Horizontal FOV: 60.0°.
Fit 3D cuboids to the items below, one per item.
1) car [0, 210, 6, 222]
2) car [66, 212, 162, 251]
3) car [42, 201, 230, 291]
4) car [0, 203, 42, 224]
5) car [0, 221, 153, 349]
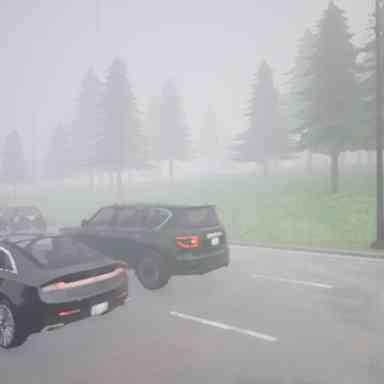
[{"bbox_3d":[-11.939,1.758,16.866,5.357,1.411,2.033,-1,0,35],"label":"car"},{"bbox_3d":[-3.641,1.691,15.231,4.181,1.385,1.994,-1,0,35],"label":"car"},{"bbox_3d":[-1.635,1.295,9.475,5.566,2.045,2.150,-1,0,35],"label":"car"},{"bbox_3d":[-10.998,1.577,20.495,4.553,1.767,2.097,-1,0,36],"label":"car"},{"bbox_3d":[-3.353,1.560,6.398,4.902,1.511,2.128,-1,-1,36],"label":"car"}]
